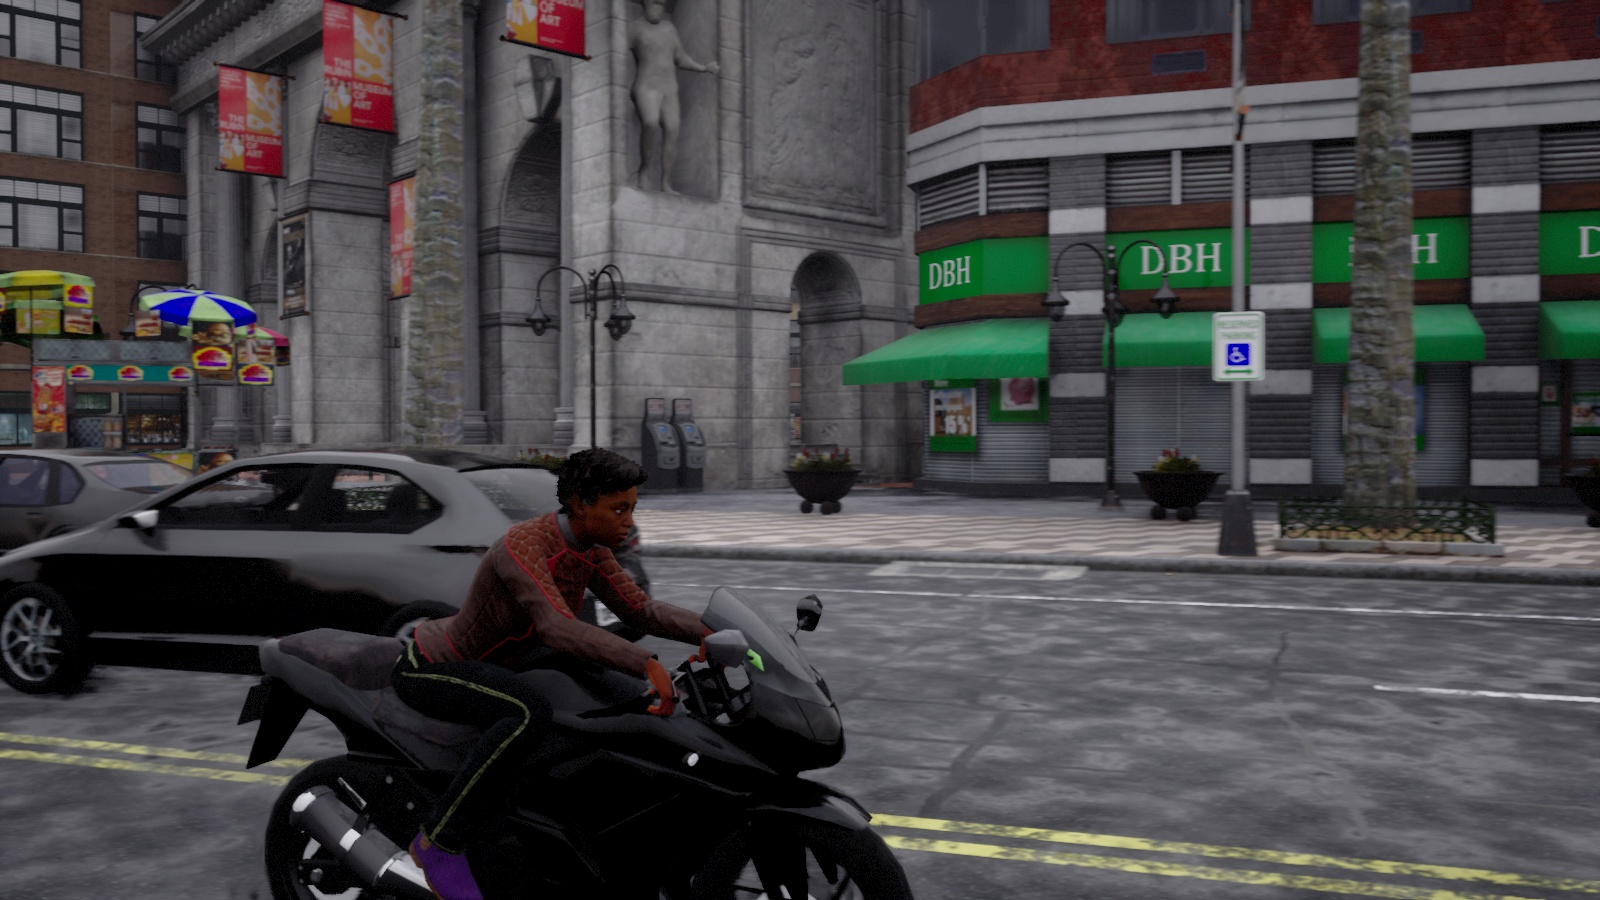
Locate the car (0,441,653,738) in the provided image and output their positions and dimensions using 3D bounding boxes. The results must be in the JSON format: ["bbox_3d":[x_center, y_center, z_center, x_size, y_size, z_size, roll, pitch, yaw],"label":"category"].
[{"bbox_3d":[-3.222,0.698,7.885,4.193,1.474,1.816,1,1,18],"label":"car"}]

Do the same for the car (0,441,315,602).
[{"bbox_3d":[-7.993,0.628,13.110,5.357,1.411,2.033,1,1,17],"label":"car"}]

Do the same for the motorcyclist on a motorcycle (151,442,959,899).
[{"bbox_3d":[-0.656,0.749,3.448,2.044,1.523,0.797,1,1,19],"label":"motorcyclist on a motorcycle"}]
